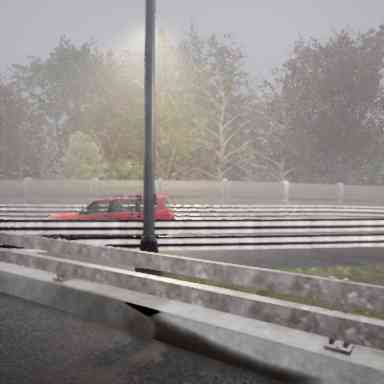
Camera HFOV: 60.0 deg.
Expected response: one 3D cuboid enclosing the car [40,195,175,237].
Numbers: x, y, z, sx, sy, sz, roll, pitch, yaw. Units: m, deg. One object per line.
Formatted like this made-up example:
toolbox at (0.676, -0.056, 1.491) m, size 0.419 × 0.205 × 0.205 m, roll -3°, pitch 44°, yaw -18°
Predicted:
car at (-3.453, 1.201, 14.260) m, size 5.566 × 2.045 × 2.150 m, roll -2°, pitch 1°, yaw -5°
